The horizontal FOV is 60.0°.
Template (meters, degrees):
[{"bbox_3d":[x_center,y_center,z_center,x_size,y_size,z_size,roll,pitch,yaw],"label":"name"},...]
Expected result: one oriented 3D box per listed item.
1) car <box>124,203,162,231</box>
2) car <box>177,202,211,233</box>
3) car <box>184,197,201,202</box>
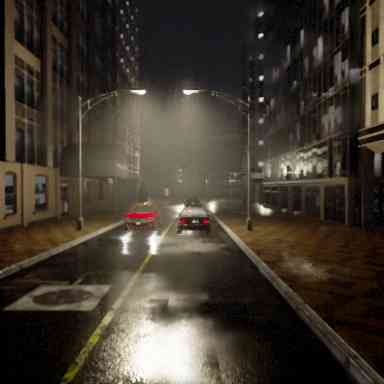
[{"bbox_3d":[-2.994,1.497,21.072,1.882,1.535,5.008,0,0,0],"label":"car"},{"bbox_3d":[0.106,1.565,19.536,2.033,1.411,5.357,0,0,0],"label":"car"},{"bbox_3d":[0.109,1.399,41.828,2.097,1.767,4.553,0,0,0],"label":"car"}]
